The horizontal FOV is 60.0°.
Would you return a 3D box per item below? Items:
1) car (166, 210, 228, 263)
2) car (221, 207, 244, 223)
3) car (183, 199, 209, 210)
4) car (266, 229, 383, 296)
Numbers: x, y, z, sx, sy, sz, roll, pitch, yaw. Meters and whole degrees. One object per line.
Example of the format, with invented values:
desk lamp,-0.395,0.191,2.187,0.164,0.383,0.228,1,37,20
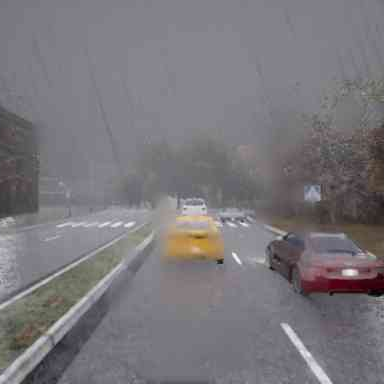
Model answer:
car,0.091,1.653,12.653,1.882,1.535,5.008,0,-1,0
car,3.560,2.012,30.031,1.895,1.301,4.718,0,-1,3
car,0.370,1.650,30.958,2.150,2.045,5.566,0,-1,4
car,3.334,1.690,9.002,1.994,1.385,4.181,0,-1,0
